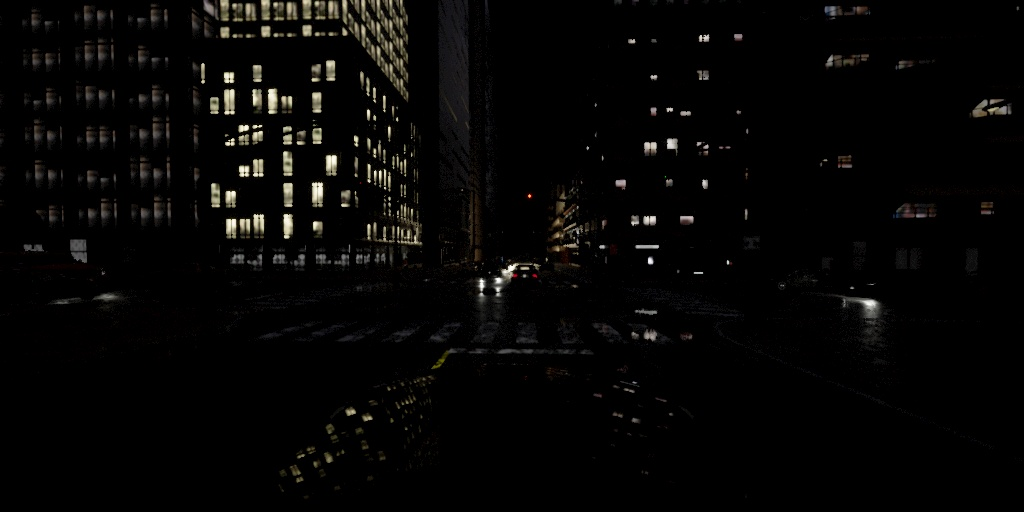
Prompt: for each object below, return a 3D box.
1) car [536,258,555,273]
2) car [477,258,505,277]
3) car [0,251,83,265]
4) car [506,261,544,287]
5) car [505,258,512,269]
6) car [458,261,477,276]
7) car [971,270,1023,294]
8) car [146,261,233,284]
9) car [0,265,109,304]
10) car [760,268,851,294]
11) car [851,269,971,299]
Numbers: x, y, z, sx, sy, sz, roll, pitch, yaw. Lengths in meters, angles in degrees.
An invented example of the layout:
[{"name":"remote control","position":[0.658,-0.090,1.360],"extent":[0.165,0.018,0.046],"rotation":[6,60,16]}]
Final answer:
[{"name":"car","position":[4.103,1.283,42.435],"extent":[2.007,1.370,4.403],"rotation":[0,0,2]},{"name":"car","position":[-1.959,1.239,34.803],"extent":[1.837,1.490,4.892],"rotation":[0,0,2]},{"name":"car","position":[-23.426,0.799,17.679],"extent":[5.566,2.045,2.150],"rotation":[1,1,3]},{"name":"car","position":[0.885,1.287,24.648],"extent":[2.033,1.411,5.357],"rotation":[0,0,2]},{"name":"car","position":[-1.484,1.293,48.085],"extent":[1.994,1.385,4.181],"rotation":[0,0,2]},{"name":"car","position":[-4.478,1.260,36.910],"extent":[1.751,1.417,4.829],"rotation":[0,0,2]},{"name":"car","position":[28.044,1.457,20.951],"extent":[4.507,1.381,1.888],"rotation":[0,0,3]},{"name":"car","position":[-20.943,1.027,23.334],"extent":[4.829,1.417,1.751],"rotation":[0,0,3]},{"name":"car","position":[-19.858,1.203,14.957],"extent":[4.403,1.370,2.007],"rotation":[0,0,3]},{"name":"car","position":[16.991,1.371,21.497],"extent":[4.403,1.370,2.007],"rotation":[0,0,3]},{"name":"car","position":[20.222,1.418,18.735],"extent":[4.674,1.442,1.812],"rotation":[0,1,3]}]
